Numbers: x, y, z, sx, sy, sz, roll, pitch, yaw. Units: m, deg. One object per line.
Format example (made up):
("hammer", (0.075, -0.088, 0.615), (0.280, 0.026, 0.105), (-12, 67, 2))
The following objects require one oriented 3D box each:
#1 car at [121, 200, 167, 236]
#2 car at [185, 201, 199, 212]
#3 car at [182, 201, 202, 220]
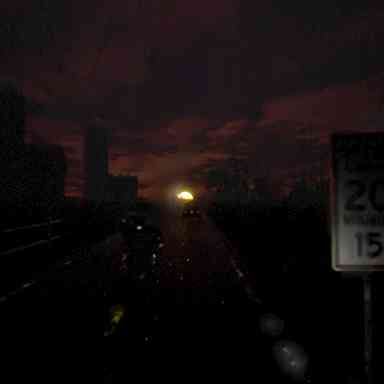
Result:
("car", (-2.757, 1.532, 20.126), (2.150, 2.045, 5.566), (0, -1, 0))
("car", (0.024, 1.983, 46.236), (1.837, 1.490, 4.892), (0, -1, 1))
("car", (-0.008, 1.878, 32.242), (2.033, 1.411, 5.357), (0, -1, 0))
